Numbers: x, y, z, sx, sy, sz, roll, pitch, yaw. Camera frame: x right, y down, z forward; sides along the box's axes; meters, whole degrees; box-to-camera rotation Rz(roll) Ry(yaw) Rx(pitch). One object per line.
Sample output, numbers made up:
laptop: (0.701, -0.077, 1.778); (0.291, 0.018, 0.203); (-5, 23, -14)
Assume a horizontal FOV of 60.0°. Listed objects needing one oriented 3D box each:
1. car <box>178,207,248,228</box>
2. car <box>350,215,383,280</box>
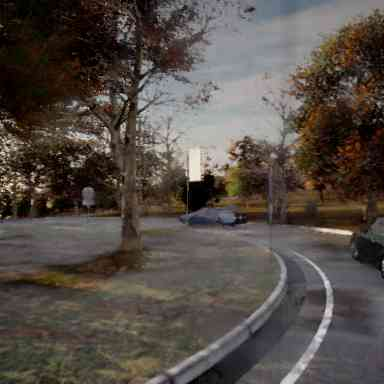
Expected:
car: (1.463, 1.827, 24.585); (5.357, 1.411, 2.033); (0, 0, 41)
car: (6.224, 1.426, 9.754); (2.097, 1.767, 4.553); (-1, -1, 12)
